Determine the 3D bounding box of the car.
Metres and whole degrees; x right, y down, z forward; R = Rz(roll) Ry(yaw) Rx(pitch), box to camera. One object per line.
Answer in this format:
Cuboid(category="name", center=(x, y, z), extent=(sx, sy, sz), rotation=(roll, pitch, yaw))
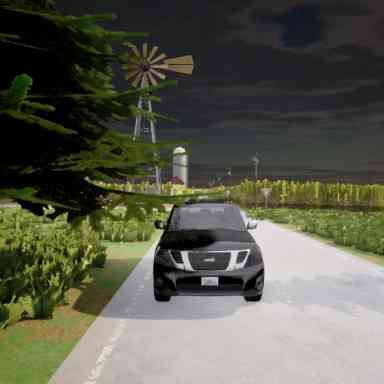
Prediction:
Cuboid(category="car", center=(0.330, 1.221, 8.638), extent=(2.150, 2.045, 5.566), rotation=(0, 0, 0))
